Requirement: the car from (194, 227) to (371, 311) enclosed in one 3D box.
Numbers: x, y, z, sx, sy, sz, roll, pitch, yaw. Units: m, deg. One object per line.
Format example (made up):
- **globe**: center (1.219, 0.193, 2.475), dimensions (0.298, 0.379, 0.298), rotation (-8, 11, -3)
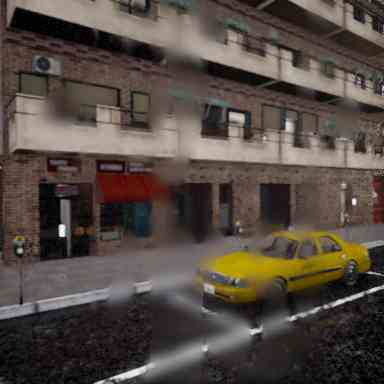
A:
- **car**: center (2.290, 1.522, 7.743), dimensions (4.829, 1.417, 1.752), rotation (0, -1, -35)
